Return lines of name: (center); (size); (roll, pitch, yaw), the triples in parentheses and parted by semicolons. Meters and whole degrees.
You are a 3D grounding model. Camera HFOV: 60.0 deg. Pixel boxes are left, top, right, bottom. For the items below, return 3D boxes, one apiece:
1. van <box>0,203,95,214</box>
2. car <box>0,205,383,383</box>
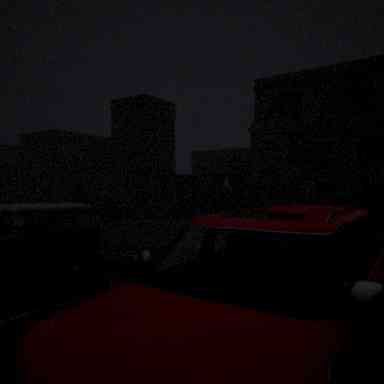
van: (-4.247, 1.245, 7.263); (1.878, 1.987, 4.442); (0, 0, 35)
car: (0.850, 1.220, 3.745); (2.435, 2.045, 5.566); (0, 0, 35)
